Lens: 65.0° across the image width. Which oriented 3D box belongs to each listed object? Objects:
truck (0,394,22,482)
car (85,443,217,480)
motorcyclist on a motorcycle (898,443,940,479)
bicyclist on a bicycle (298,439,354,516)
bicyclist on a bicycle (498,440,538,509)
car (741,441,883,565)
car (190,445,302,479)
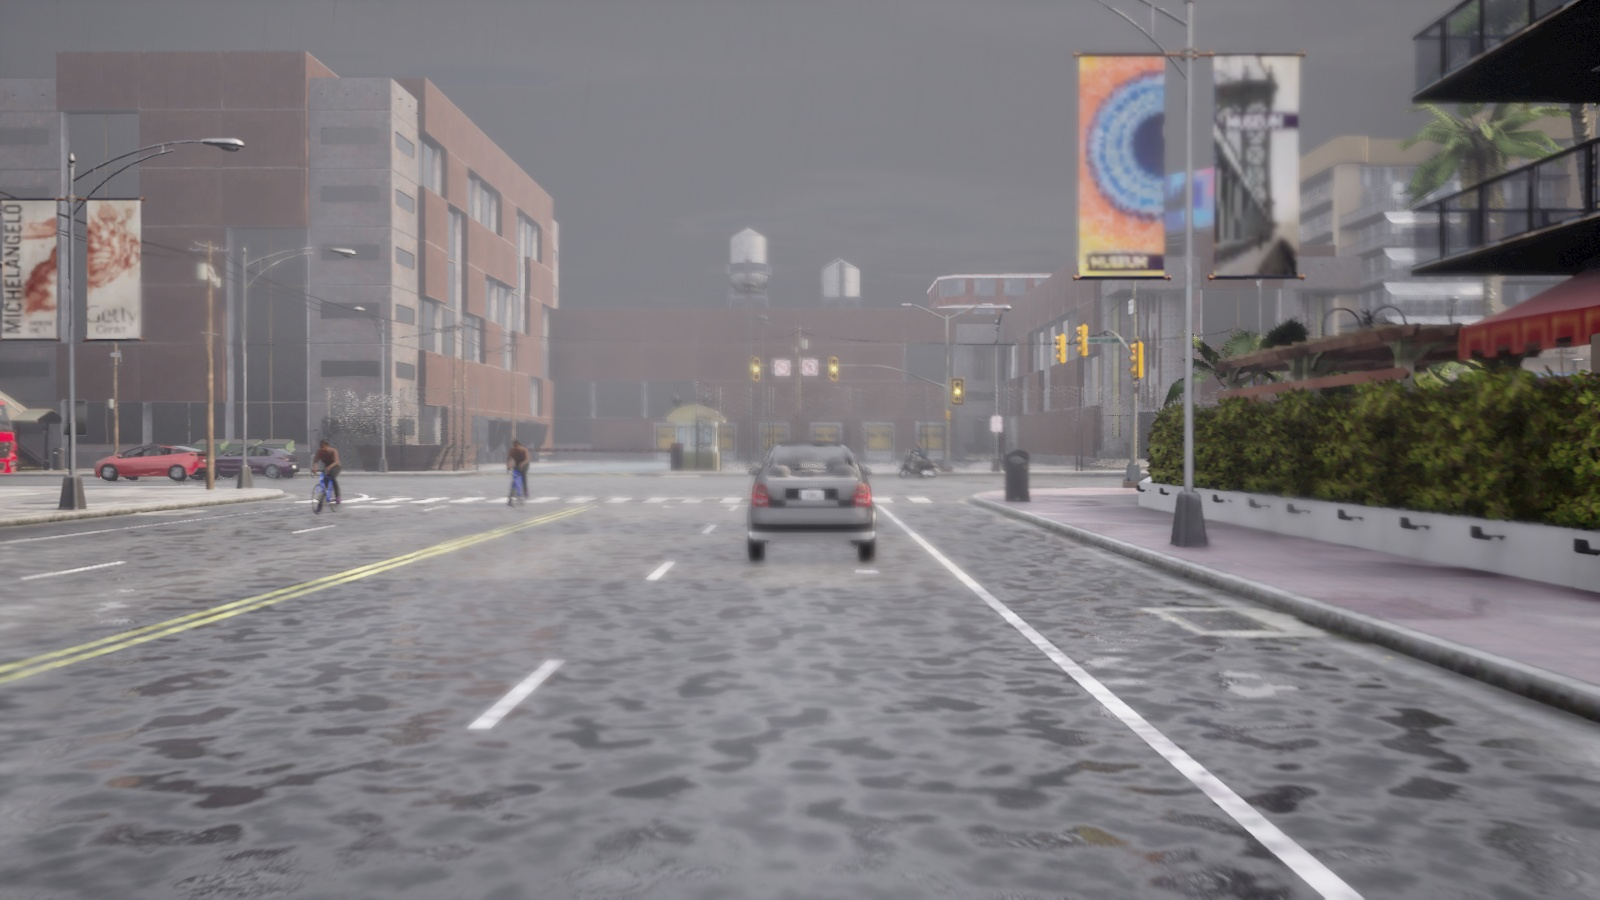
[{"bbox_3d":[-35.445,-0.450,49.365,7.936,3.462,2.891,0,0,1],"label":"truck"},{"bbox_3d":[-27.167,0.460,52.648,4.514,1.525,2.007,0,0,1],"label":"car"},{"bbox_3d":[5.289,0.479,55.846,1.817,1.590,0.866,0,0,1],"label":"motorcyclist on a motorcycle"},{"bbox_3d":[-10.328,0.581,27.390,0.582,1.620,1.656,0,1,0],"label":"bicyclist on a bicycle"},{"bbox_3d":[-6.811,0.572,30.370,0.582,1.620,1.656,0,1,0],"label":"bicyclist on a bicycle"},{"bbox_3d":[0.146,0.657,17.677,1.789,1.549,3.705,0,1,0],"label":"car"},{"bbox_3d":[-24.716,0.514,56.113,4.193,1.474,1.816,0,0,1],"label":"car"}]
